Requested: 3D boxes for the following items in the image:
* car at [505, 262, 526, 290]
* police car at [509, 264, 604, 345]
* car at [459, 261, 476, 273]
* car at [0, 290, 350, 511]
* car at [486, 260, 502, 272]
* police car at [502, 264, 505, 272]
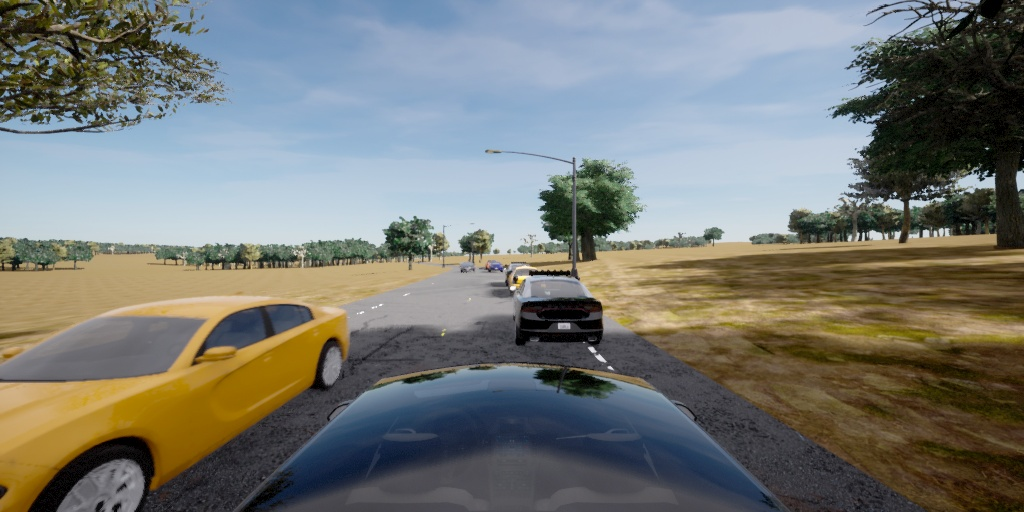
[{"bbox_3d":[0.723,1.241,19.814,1.801,1.575,5.366,0,0,-2],"label":"car"},{"bbox_3d":[0.992,1.189,9.680,1.930,1.638,5.238,0,0,-1],"label":"police car"},{"bbox_3d":[-5.684,1.432,46.399,1.812,1.442,4.674,0,-1,-5],"label":"car"},{"bbox_3d":[-3.632,1.229,3.964,1.882,1.535,5.008,0,0,0],"label":"car"},{"bbox_3d":[-2.201,1.453,48.353,1.812,1.442,4.674,0,-1,-5],"label":"car"},{"bbox_3d":[0.467,1.224,25.763,1.930,1.638,5.238,0,0,-3],"label":"police car"}]
